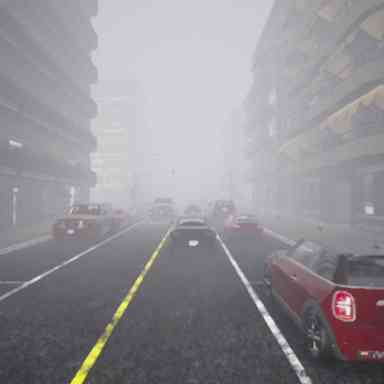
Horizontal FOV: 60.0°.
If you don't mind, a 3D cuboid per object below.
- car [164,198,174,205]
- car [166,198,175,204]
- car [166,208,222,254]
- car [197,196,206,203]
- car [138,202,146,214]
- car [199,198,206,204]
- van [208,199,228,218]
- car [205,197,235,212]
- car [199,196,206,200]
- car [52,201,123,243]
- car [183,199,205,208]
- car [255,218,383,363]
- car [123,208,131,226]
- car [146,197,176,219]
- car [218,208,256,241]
[{"bbox_3d":[-5.303,2.197,77.241,1.947,1.339,4.313,1,-1,0],"label":"car"},{"bbox_3d":[-5.303,2.247,82.802,1.947,1.339,4.313,1,-1,0],"label":"car"},{"bbox_3d":[0.017,1.621,13.845,1.812,1.442,4.674,0,0,-1],"label":"car"},{"bbox_3d":[2.580,2.048,88.413,2.192,1.841,5.009,1,-1,0],"label":"car"},{"bbox_3d":[-5.302,1.881,39.162,1.802,1.307,4.206,1,0,0],"label":"car"},{"bbox_3d":[2.578,2.208,83.017,1.752,1.417,4.829,1,-1,0],"label":"car"},{"bbox_3d":[2.550,1.591,33.579,1.690,1.788,3.998,1,0,0],"label":"van"},{"bbox_3d":[2.551,1.519,28.048,2.192,1.841,5.009,1,0,0],"label":"car"},{"bbox_3d":[2.582,1.946,77.289,2.192,1.841,5.009,1,-1,0],"label":"car"},{"bbox_3d":[-5.294,1.434,17.040,2.192,1.841,5.009,1,0,0],"label":"car"},{"bbox_3d":[0.100,1.777,33.722,1.812,1.442,4.674,0,0,0],"label":"car"},{"bbox_3d":[2.550,1.480,5.922,1.967,1.590,4.097,1,0,0],"label":"car"},{"bbox_3d":[-5.300,1.706,22.569,1.887,1.381,4.507,1,0,0],"label":"car"},{"bbox_3d":[-2.752,1.482,32.285,2.150,2.045,5.566,0,0,0],"label":"car"},{"bbox_3d":[2.547,1.700,16.983,1.802,1.307,4.206,1,0,0],"label":"car"}]
